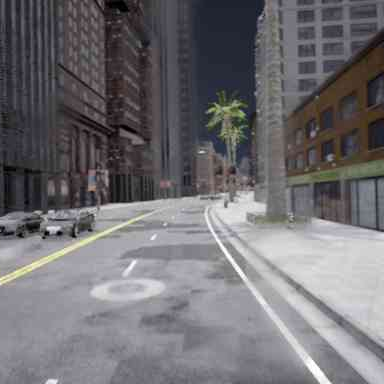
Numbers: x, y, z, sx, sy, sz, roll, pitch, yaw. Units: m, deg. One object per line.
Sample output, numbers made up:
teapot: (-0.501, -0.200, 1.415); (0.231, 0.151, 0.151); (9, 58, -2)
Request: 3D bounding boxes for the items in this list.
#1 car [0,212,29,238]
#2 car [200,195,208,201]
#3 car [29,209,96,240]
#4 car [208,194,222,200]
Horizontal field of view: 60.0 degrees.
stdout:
car: (-10.212, 1.891, 19.608); (1.994, 1.385, 4.181); (-1, 0, 0)
car: (3.369, 1.668, 94.819); (2.033, 1.411, 5.357); (-1, 0, 11)
car: (-6.968, 1.742, 19.078); (2.128, 1.511, 4.902); (-1, 0, 0)
car: (6.561, 1.408, 94.238); (2.097, 1.767, 4.553); (-1, 0, 11)
